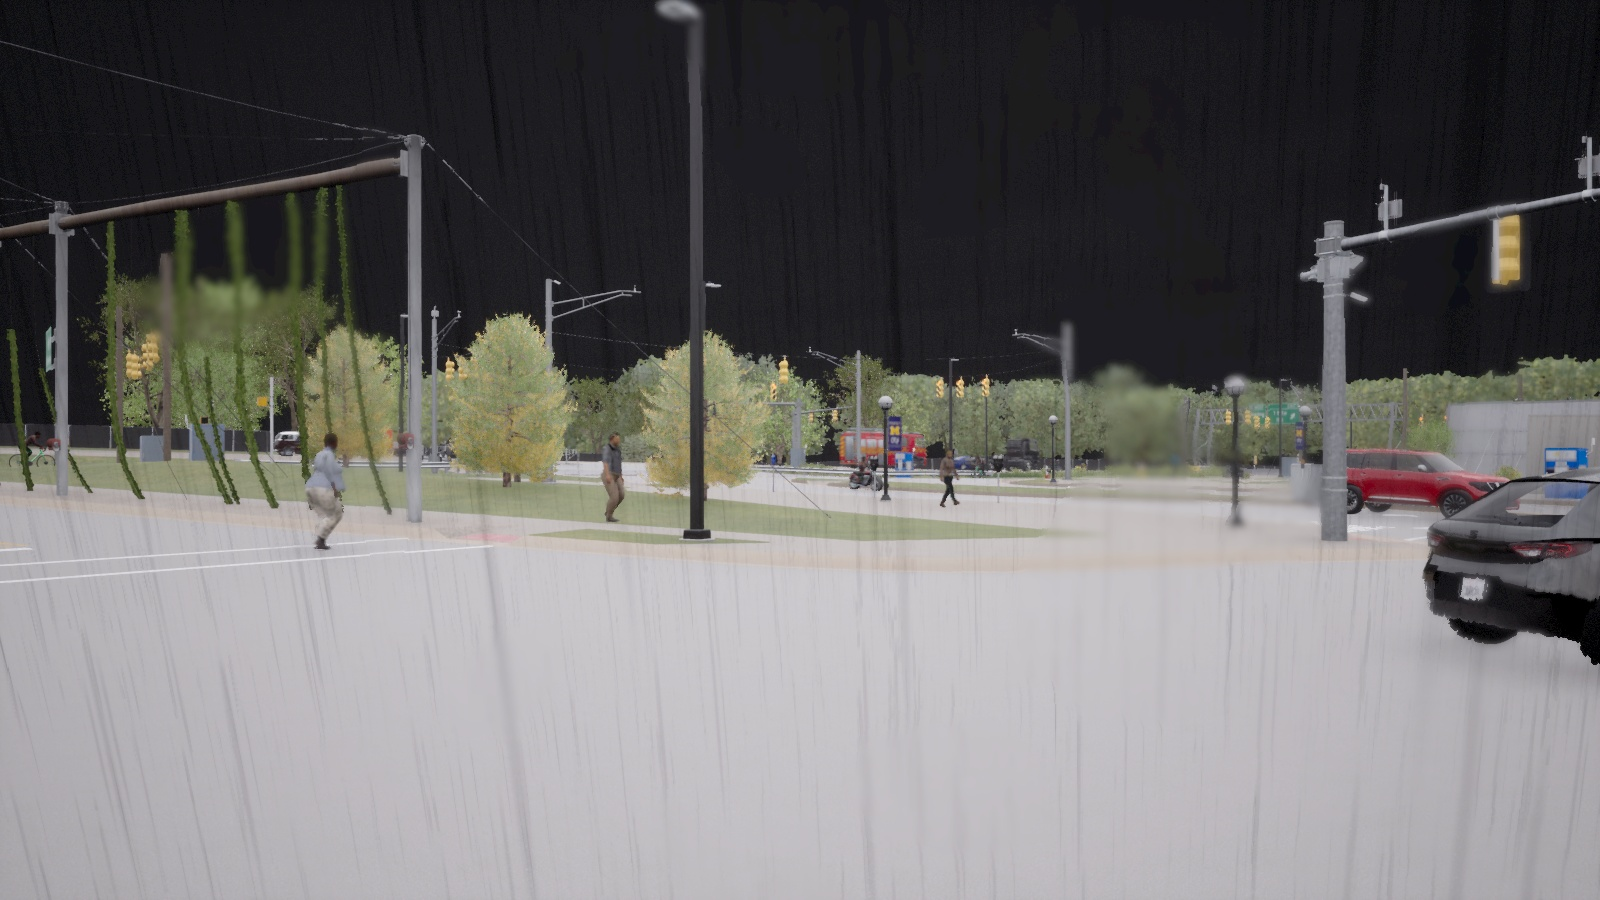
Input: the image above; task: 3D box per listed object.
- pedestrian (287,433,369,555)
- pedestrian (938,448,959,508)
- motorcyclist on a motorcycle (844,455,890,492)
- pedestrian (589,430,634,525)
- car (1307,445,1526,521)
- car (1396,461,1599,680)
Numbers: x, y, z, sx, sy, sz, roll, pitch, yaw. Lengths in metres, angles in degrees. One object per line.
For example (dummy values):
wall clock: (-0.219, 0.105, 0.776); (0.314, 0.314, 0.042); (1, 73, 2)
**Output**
pedestrian: (-7.402, 0.670, 19.681); (0.874, 1.855, 0.900); (0, 0, 43)
pedestrian: (4.613, 0.859, 39.018); (0.331, 1.846, 0.634); (0, 0, -34)
motorcyclist on a motorcycle: (3.090, 1.085, 58.324); (0.766, 1.649, 2.350); (1, 1, -36)
pedestrian: (-3.750, 0.539, 24.986); (0.694, 1.848, 0.540); (0, 0, 28)
car: (18.649, 0.938, 38.240); (2.150, 2.045, 5.566); (0, 1, -38)
car: (7.125, 0.819, 9.727); (4.193, 1.474, 1.816); (-1, -1, -7)
